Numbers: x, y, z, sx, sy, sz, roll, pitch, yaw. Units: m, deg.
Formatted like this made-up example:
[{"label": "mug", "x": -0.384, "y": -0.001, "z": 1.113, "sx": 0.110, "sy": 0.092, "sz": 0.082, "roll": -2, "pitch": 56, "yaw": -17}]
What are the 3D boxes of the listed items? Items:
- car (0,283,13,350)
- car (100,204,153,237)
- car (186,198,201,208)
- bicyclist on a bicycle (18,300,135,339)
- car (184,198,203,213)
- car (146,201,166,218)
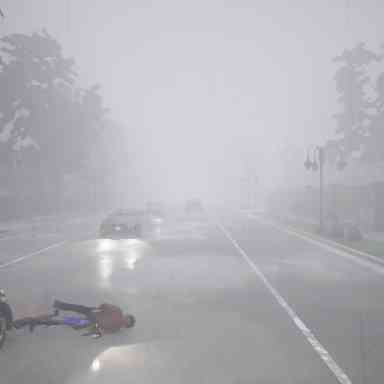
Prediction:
[{"label": "car", "x": -3.606, "y": 1.564, "z": 3.137, "sx": 1.994, "sy": 1.385, "sz": 4.181, "roll": 0, "pitch": 0, "yaw": 0}, {"label": "car", "x": -3.503, "y": 1.564, "z": 17.831, "sx": 1.994, "sy": 1.385, "sz": 4.181, "roll": 0, "pitch": 0, "yaw": 1}, {"label": "car", "x": 0.186, "y": 1.538, "z": 47.305, "sx": 1.994, "sy": 1.385, "sz": 4.181, "roll": 0, "pitch": 0, "yaw": 1}, {"label": "bicyclist on a bicycle", "x": -1.738, "y": 2.010, "z": 5.181, "sx": 1.620, "sy": 0.582, "sz": 1.656, "roll": 10, "pitch": -21, "yaw": -24}, {"label": "car", "x": 0.179, "y": 1.501, "z": 36.991, "sx": 1.837, "sy": 1.490, "sz": 4.892, "roll": 0, "pitch": 0, "yaw": 1}, {"label": "car", "x": -3.459, "y": 1.547, "z": 30.755, "sx": 2.033, "sy": 1.411, "sz": 5.357, "roll": 0, "pitch": 0, "yaw": 1}]
